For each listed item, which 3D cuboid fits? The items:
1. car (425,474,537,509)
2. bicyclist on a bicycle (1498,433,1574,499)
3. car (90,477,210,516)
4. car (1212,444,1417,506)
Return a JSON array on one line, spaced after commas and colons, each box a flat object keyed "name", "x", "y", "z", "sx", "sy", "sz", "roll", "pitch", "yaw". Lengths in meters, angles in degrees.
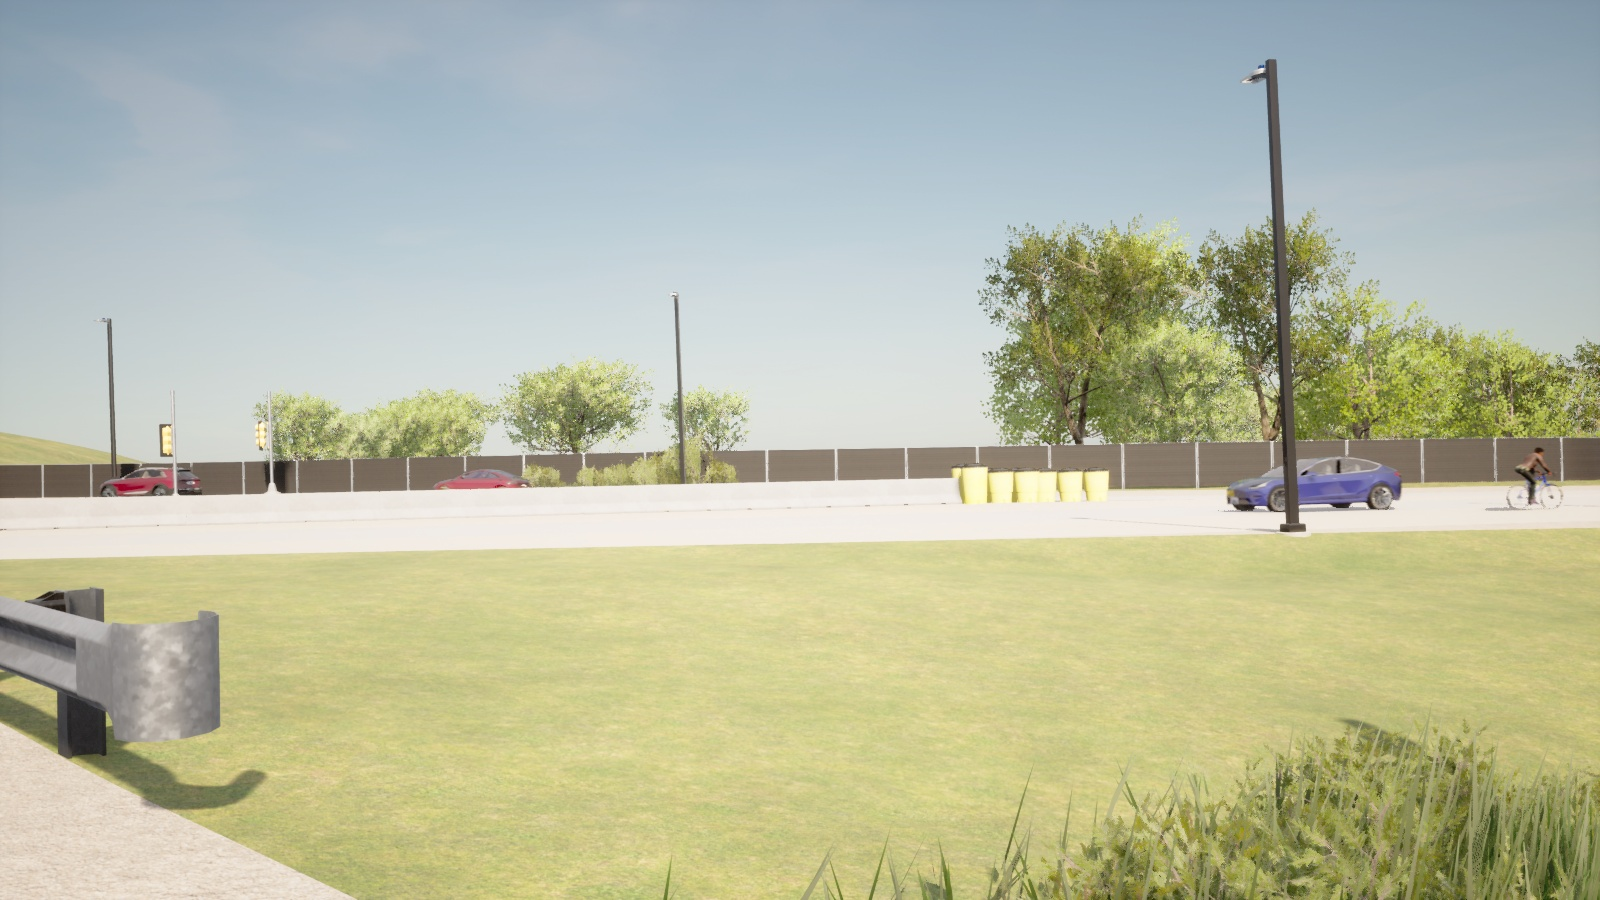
[{"name": "car", "x": -13.744, "y": 1.779, "z": 54.146, "sx": 4.181, "sy": 1.385, "sz": 1.994, "roll": -2, "pitch": 0, "yaw": 15}, {"name": "bicyclist on a bicycle", "x": 18.777, "y": 0.408, "z": 32.049, "sx": 1.656, "sy": 1.620, "sz": 0.582, "roll": -2, "pitch": -1, "yaw": -11}, {"name": "car", "x": -30.420, "y": 2.178, "z": 58.809, "sx": 4.856, "sy": 1.649, "sz": 2.033, "roll": -2, "pitch": 0, "yaw": 16}, {"name": "car", "x": 14.160, "y": 0.679, "z": 34.692, "sx": 4.792, "sy": 1.488, "sz": 2.163, "roll": -2, "pitch": -1, "yaw": -11}]
